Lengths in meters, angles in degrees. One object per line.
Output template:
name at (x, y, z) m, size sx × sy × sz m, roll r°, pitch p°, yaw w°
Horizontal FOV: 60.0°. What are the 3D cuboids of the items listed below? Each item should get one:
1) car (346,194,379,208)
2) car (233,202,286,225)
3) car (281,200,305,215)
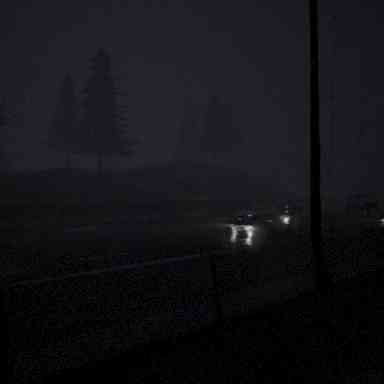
car at (17.879, 1.064, 34.744) m, size 2.150 × 2.045 × 5.566 m, roll -1°, pitch -1°, yaw 41°
car at (5.284, 1.760, 26.724) m, size 4.674 × 1.442 × 1.812 m, roll 0°, pitch -1°, yaw -44°
car at (10.860, 1.652, 37.446) m, size 2.097 × 1.767 × 4.553 m, roll -1°, pitch -1°, yaw 42°
